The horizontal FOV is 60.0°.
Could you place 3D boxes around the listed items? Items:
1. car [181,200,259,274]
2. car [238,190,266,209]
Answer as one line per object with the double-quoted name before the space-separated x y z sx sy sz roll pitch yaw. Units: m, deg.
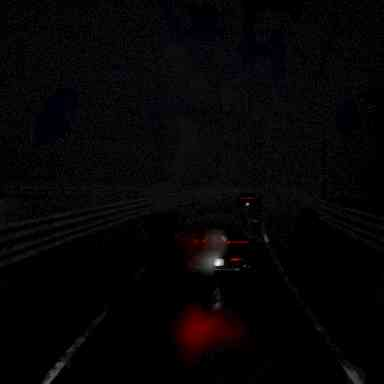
"car" 0.847 1.198 9.607 1.837 1.490 4.892 0 2 7
"car" 5.019 0.594 27.838 1.837 1.490 4.892 0 1 18
